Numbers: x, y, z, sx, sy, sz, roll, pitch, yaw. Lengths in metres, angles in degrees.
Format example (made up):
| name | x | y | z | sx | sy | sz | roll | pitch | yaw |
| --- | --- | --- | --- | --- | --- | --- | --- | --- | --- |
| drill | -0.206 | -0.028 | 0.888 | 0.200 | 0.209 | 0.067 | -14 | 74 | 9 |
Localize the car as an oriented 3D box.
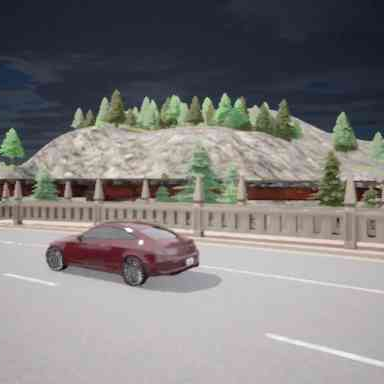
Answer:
| name | x | y | z | sx | sy | sz | roll | pitch | yaw |
| --- | --- | --- | --- | --- | --- | --- | --- | --- | --- |
| car | -2.007 | 1.502 | 9.181 | 4.674 | 1.442 | 1.812 | 0 | 0 | 32 |
